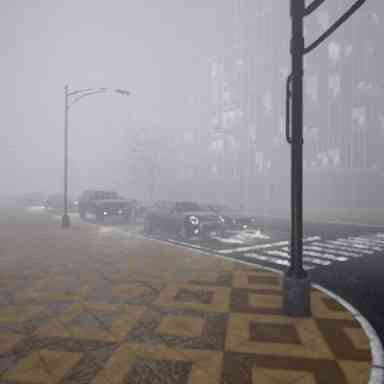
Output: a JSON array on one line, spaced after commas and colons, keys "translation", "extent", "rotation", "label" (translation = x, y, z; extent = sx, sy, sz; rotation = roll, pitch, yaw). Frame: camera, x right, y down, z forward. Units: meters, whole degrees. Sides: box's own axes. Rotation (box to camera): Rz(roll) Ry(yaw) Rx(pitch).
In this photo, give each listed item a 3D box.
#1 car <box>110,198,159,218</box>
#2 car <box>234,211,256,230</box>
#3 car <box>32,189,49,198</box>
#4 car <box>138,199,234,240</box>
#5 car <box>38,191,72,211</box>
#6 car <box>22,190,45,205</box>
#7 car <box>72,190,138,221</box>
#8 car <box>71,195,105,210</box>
[{"translation": [-4.756, 1.244, 26.938], "extent": [1.895, 1.301, 4.718], "rotation": [0, 1, -38], "label": "car"}, {"translation": [1.218, 1.370, 19.416], "extent": [2.033, 1.411, 5.357], "rotation": [0, 1, -36], "label": "car"}, {"translation": [-28.943, 0.325, 63.342], "extent": [1.882, 1.535, 5.008], "rotation": [0, 1, -38], "label": "car"}, {"translation": [-0.443, 1.184, 16.223], "extent": [2.097, 1.767, 4.553], "rotation": [0, 1, -38], "label": "car"}, {"translation": [-12.722, 0.954, 31.820], "extent": [2.128, 1.511, 4.902], "rotation": [0, 1, -38], "label": "car"}, {"translation": [-19.089, 0.761, 39.999], "extent": [2.128, 1.511, 4.902], "rotation": [0, 1, -37], "label": "car"}, {"translation": [-6.341, 0.876, 23.702], "extent": [2.150, 2.045, 5.566], "rotation": [0, 1, -38], "label": "car"}, {"translation": [-10.957, 1.021, 34.838], "extent": [1.994, 1.385, 4.181], "rotation": [0, 1, -38], "label": "car"}]
